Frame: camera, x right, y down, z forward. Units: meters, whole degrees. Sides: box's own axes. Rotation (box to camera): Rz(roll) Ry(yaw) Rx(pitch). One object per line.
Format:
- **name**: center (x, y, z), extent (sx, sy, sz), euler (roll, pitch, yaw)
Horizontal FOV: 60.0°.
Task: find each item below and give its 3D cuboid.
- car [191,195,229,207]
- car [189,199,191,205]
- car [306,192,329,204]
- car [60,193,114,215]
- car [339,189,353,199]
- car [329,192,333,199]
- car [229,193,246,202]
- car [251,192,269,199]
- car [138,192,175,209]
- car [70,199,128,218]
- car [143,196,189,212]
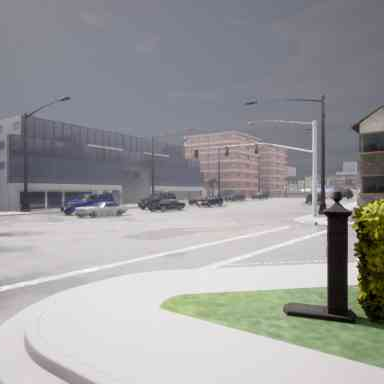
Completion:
- **car**: center (2.443, 1.217, 44.727), extent (2.128, 1.511, 4.902), euler (0, 1, 35)
- **car**: center (1.423, 1.247, 49.370), extent (1.895, 1.301, 4.718), euler (0, 2, 35)
- **car**: center (17.914, 0.912, 48.163), extent (1.837, 1.490, 4.892), euler (0, 2, 35)
- **car**: center (-10.120, 1.171, 32.903), extent (2.150, 2.045, 5.566), euler (0, 0, 35)
- **car**: center (30.826, 0.414, 66.742), extent (2.150, 2.045, 5.566), euler (0, -1, 35)
- **car**: center (28.629, 0.724, 69.721), extent (1.812, 1.442, 4.674), euler (0, -1, 35)
- **car**: center (7.544, 0.901, 58.079), extent (2.033, 1.411, 5.357), euler (0, 1, 35)
- **car**: center (13.714, 0.733, 66.763), extent (2.033, 1.411, 5.357), euler (0, 0, 36)
- **car**: center (-4.180, 1.072, 41.378), extent (2.150, 2.045, 5.566), euler (0, 1, 36)
- **car**: center (-8.083, 1.555, 29.706), extent (1.895, 1.301, 4.718), euler (0, 0, 35)
- **car**: center (-2.826, 1.493, 37.210), extent (1.895, 1.301, 4.718), euler (0, 1, 35)
